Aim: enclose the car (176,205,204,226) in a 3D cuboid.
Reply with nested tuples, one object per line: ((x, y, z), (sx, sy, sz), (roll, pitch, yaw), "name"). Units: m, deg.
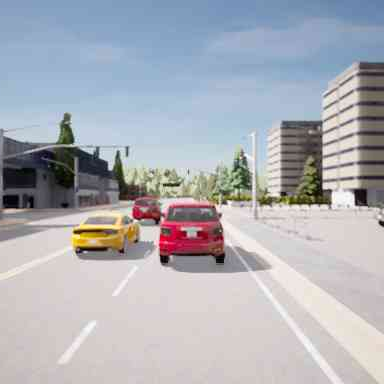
((-0.023, 1.845, 27.584), (2.033, 1.411, 5.357), (0, -1, 3), "car")

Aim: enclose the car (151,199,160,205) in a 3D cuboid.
((-8.794, 2.398, 81.324), (1.812, 1.442, 4.674), (0, -1, -2), "car")

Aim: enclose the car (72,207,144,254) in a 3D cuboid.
((-3.475, 1.631, 14.210), (1.882, 1.535, 5.008), (0, 0, 0), "car")

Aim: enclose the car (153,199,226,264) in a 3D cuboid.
((0.008, 1.361, 12.567), (2.150, 2.045, 5.566), (0, 0, 0), "car")

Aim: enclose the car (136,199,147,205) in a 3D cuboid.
((-12.293, 2.425, 81.232), (1.994, 1.385, 4.181), (0, -1, -2), "car")

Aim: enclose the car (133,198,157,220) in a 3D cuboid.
((-3.712, 1.522, 27.558), (2.150, 2.045, 5.566), (0, 0, -3), "car")

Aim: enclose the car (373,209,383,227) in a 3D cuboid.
((14.267, 1.383, 21.286), (4.605, 1.855, 1.932), (0, -1, -2), "car")

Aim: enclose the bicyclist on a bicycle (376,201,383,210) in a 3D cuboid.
((17.939, 1.642, 31.561), (0.582, 1.620, 1.656), (0, -1, -2), "bicyclist on a bicycle")
